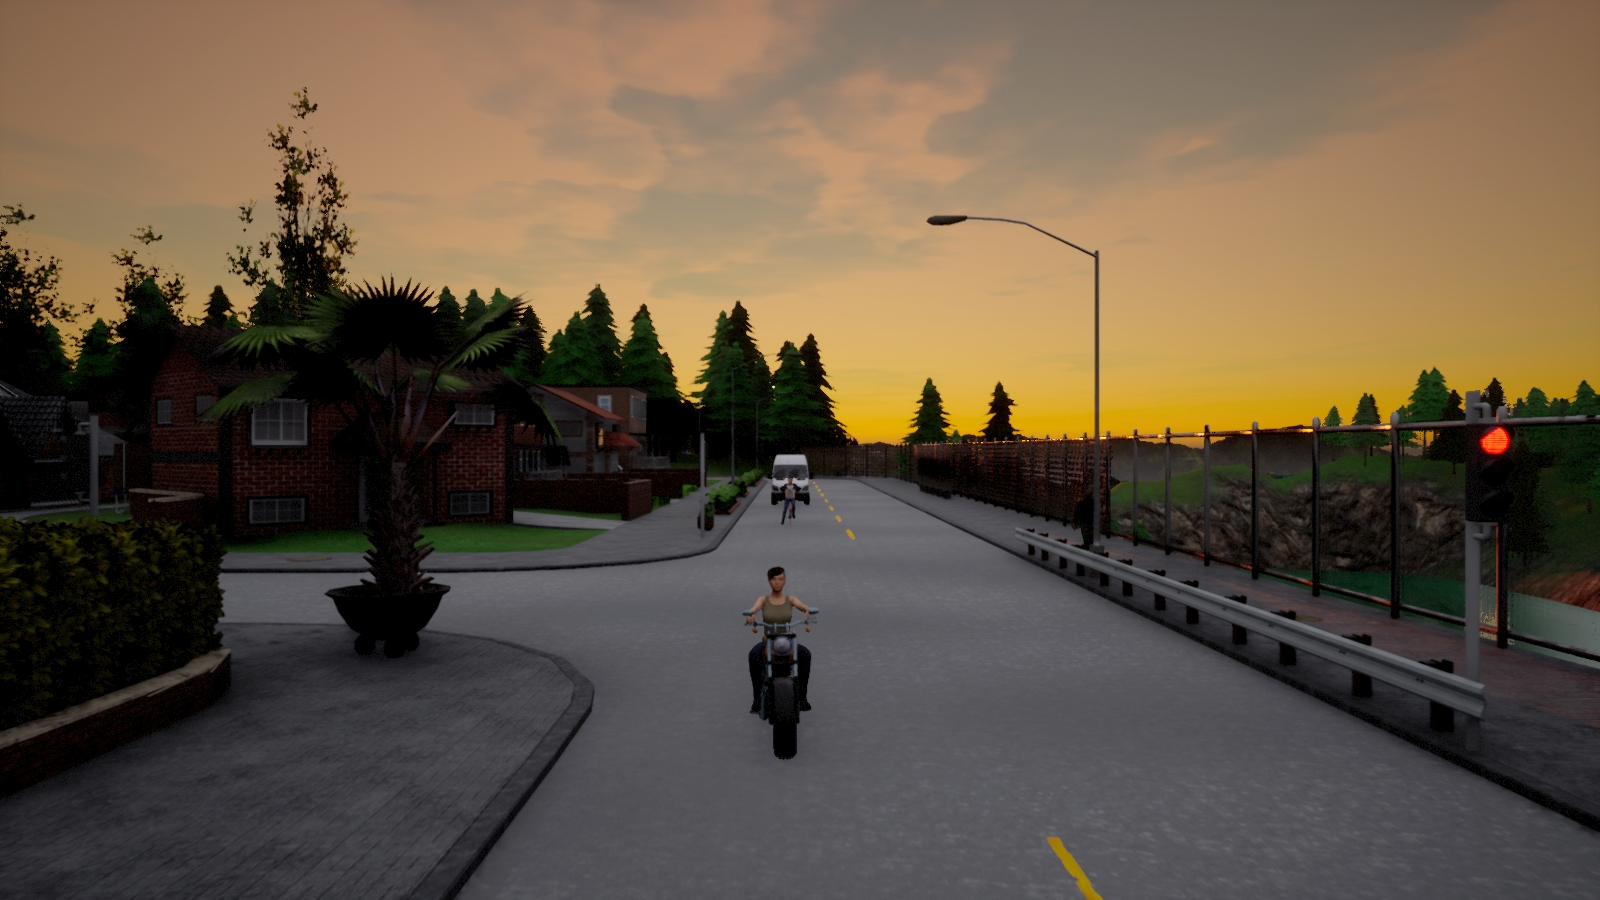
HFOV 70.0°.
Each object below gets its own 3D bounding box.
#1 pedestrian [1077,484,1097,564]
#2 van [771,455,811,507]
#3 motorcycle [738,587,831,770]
[{"bbox_3d":[6.778,1.744,26.976,0.375,1.860,0.375,0,0,-1],"label":"pedestrian"},{"bbox_3d":[-0.490,1.533,59.616,1.988,2.561,5.915,0,0,0],"label":"van"},{"bbox_3d":[-0.197,2.154,11.252,0.764,1.307,2.356,0,0,-4],"label":"motorcycle"}]
